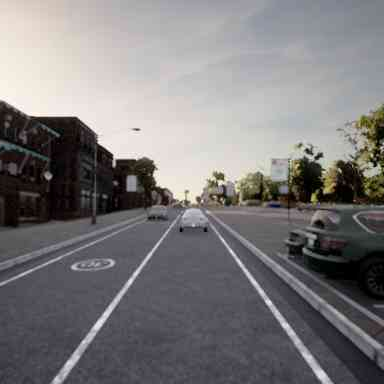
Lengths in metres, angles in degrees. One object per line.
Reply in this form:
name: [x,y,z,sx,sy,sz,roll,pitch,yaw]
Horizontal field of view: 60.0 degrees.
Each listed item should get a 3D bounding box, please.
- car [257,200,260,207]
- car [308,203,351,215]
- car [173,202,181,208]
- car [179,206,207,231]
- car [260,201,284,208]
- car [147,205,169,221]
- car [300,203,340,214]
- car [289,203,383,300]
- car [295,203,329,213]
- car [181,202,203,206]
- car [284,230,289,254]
car: [18.670,3.077,79.471,4.674,1.452,2.002,0,-1,0]
car: [18.700,2.330,45.424,5.008,1.535,2.097,0,-1,0]
car: [-3.264,2.910,74.509,1.812,1.442,4.674,0,-1,0]
car: [0.093,1.942,23.594,1.812,1.442,4.674,0,-1,0]
car: [18.742,2.844,76.306,4.553,1.767,2.185,0,-1,0]
car: [-3.354,2.131,33.570,1.837,1.490,4.892,0,-1,0]
car: [18.690,2.399,48.697,4.892,1.521,2.231,0,-1,0]
car: [5.623,1.334,8.243,5.566,2.045,2.435,0,-1,0]
car: [18.695,2.505,51.971,4.674,1.452,2.002,0,-1,0]
car: [0.091,2.141,41.239,2.097,1.767,4.553,0,-1,0]
car: [5.589,1.633,11.040,4.892,1.521,2.231,0,-1,0]
